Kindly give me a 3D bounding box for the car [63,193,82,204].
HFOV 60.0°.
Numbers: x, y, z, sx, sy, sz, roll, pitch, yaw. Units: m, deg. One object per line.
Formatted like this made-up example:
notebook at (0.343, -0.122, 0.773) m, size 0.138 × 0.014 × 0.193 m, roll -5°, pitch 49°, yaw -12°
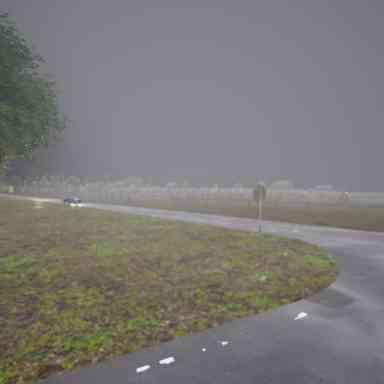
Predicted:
car at (-18.167, 0.974, 50.314) m, size 2.128 × 1.511 × 4.902 m, roll 2°, pitch -1°, yaw -35°
